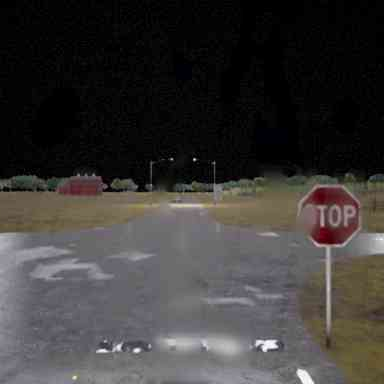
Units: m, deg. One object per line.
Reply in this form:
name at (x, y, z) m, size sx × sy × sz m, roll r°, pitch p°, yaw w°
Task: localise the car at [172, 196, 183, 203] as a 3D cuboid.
car at (-2.862, 1.527, 65.517) m, size 1.994 × 1.385 × 4.181 m, roll 0°, pitch 0°, yaw 0°
